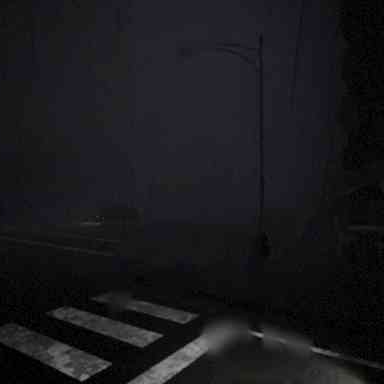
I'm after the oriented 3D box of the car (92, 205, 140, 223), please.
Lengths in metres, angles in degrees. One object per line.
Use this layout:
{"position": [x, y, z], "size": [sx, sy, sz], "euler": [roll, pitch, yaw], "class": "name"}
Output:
{"position": [-6.364, 1.771, 28.192], "size": [1.994, 1.385, 4.181], "euler": [0, 0, 36], "class": "car"}
